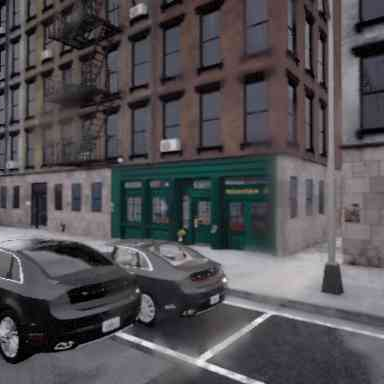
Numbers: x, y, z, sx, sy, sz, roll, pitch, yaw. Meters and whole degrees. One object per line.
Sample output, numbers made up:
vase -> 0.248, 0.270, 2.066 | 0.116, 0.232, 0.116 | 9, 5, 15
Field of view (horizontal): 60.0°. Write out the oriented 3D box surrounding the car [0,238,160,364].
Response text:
car -> -3.064, 1.615, 6.079 | 4.892, 1.490, 1.837 | -1, -1, 37

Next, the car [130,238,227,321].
car -> -1.353, 1.684, 7.200 | 4.403, 1.369, 2.008 | -1, -1, 37
